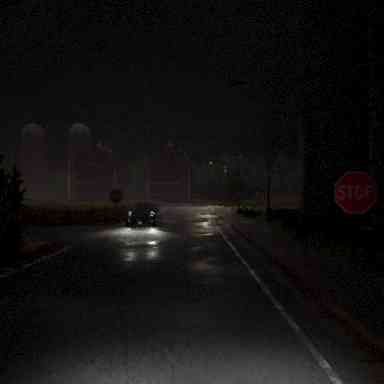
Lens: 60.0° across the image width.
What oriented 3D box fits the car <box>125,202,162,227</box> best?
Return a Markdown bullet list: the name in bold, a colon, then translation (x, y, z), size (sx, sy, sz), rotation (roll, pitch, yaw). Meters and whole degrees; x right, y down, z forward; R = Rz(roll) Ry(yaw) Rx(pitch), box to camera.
- **car**: translation (-3.520, 1.541, 24.942), size (2.097, 1.767, 4.553), rotation (0, -1, 1)
